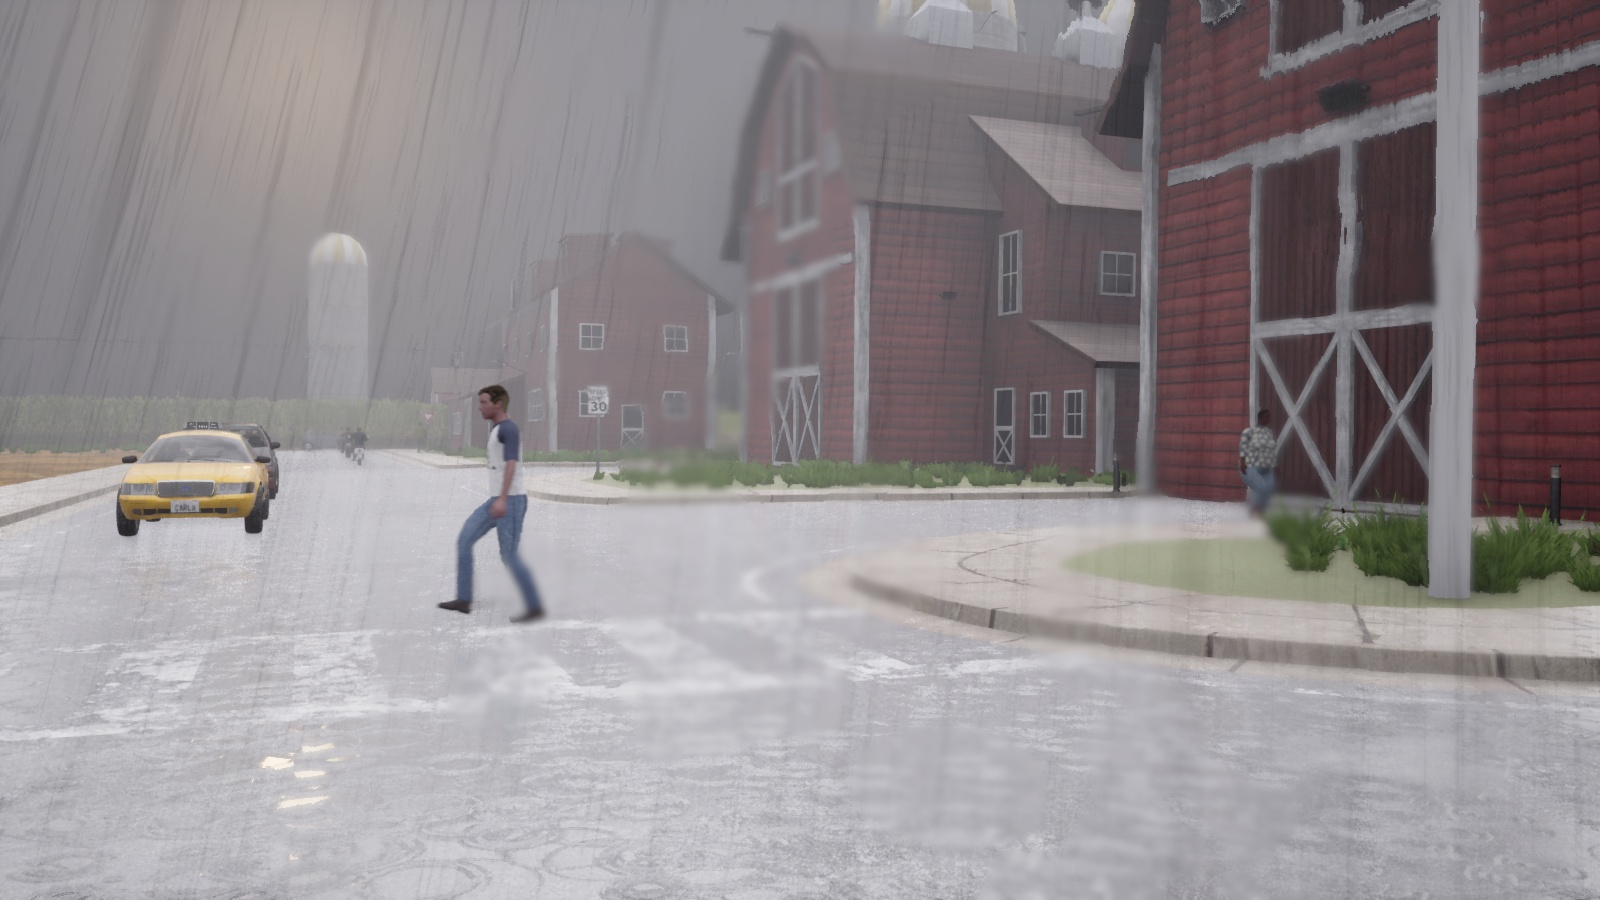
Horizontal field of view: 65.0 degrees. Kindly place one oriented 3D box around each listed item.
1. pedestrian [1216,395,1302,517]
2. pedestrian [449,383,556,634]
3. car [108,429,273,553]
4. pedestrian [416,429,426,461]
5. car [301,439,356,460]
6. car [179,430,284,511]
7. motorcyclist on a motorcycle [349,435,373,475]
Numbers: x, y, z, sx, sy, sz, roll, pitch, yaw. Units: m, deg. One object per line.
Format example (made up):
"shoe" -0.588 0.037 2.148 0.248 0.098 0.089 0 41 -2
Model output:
"pedestrian" 7.135 0.081 19.544 0.874 1.855 0.900 -1 1 -21
"pedestrian" -2.251 0.424 9.499 0.706 1.836 0.354 -1 1 -24
"car" -9.016 0.506 18.961 1.801 1.575 5.366 -1 1 -21
"pedestrian" -21.723 -0.306 71.999 0.431 1.840 0.709 -1 1 -12
"car" -33.775 -0.043 90.079 3.633 1.501 1.845 -1 1 -20
"car" -12.336 0.395 27.444 1.851 1.617 3.988 -1 1 -21
"motorcyclist on a motorcycle" -18.133 0.202 51.856 0.866 1.590 1.817 -1 1 -21
